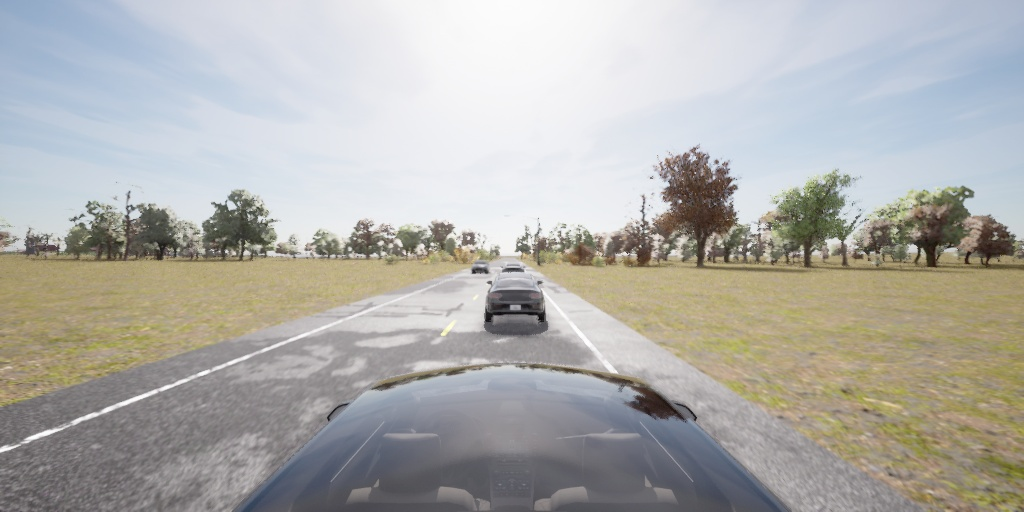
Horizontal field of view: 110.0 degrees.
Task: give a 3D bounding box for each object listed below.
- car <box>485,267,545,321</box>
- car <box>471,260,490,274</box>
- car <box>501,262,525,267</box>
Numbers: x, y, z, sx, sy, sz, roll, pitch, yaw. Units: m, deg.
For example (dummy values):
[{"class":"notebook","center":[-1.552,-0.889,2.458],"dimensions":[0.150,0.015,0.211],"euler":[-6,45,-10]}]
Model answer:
[{"class":"car","center":[0.099,1.277,12.345],"dimensions":[1.812,1.442,4.674],"euler":[0,0,0]},{"class":"car","center":[-3.593,1.260,41.405],"dimensions":[1.837,1.490,4.892],"euler":[0,0,0]},{"class":"car","center":[0.098,1.257,30.250],"dimensions":[1.837,1.490,4.892],"euler":[0,0,0]}]
